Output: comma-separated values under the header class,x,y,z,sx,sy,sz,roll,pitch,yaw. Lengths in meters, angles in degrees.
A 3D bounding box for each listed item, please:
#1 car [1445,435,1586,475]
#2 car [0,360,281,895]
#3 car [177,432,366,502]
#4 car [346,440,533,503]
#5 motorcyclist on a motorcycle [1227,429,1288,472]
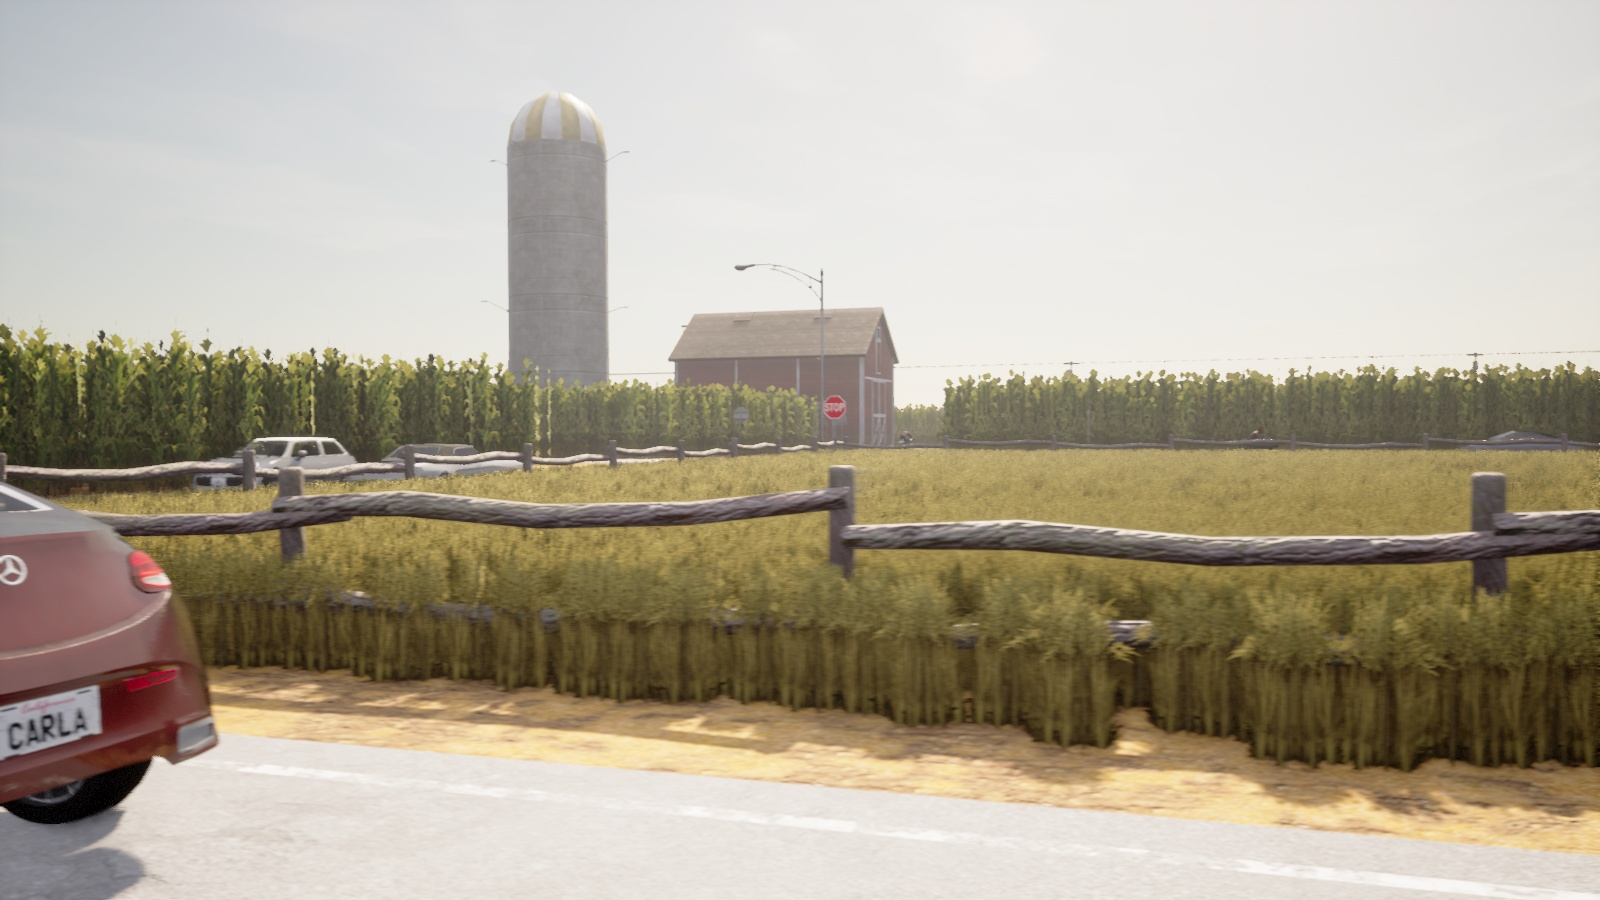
class,x,y,z,sx,sy,sz,roll,pitch,yaw
car,26.223,0.172,46.156,4.181,1.385,1.994,1,1,19
car,-4.803,0.525,4.798,5.027,1.651,2.152,0,1,19
car,-12.023,0.325,28.857,1.970,1.475,3.806,0,1,19
car,-8.421,0.446,29.834,1.895,1.301,4.718,0,1,19
motorcyclist on a motorcycle,16.786,0.010,46.112,2.044,1.523,0.797,1,1,19
